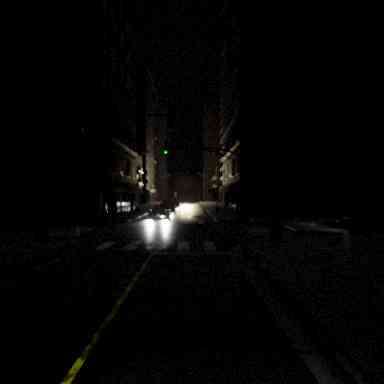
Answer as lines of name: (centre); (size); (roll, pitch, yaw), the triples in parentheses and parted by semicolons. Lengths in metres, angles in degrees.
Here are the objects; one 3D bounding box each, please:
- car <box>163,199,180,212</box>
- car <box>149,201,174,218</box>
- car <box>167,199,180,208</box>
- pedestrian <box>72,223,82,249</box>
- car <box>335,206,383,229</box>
car: (-3.115, 1.793, 43.582); (2.128, 1.511, 4.902); (0, 0, 0)
car: (-3.123, 1.830, 33.261); (1.895, 1.301, 4.718); (0, 0, 1)
car: (-3.101, 1.915, 55.993); (1.812, 1.442, 4.674); (0, 0, 1)
pedestrian: (-4.646, 1.766, 13.559); (0.500, 1.100, 0.500); (0, -1, 0)
car: (12.105, 1.663, 22.345); (4.674, 1.442, 1.812); (0, -1, 0)
